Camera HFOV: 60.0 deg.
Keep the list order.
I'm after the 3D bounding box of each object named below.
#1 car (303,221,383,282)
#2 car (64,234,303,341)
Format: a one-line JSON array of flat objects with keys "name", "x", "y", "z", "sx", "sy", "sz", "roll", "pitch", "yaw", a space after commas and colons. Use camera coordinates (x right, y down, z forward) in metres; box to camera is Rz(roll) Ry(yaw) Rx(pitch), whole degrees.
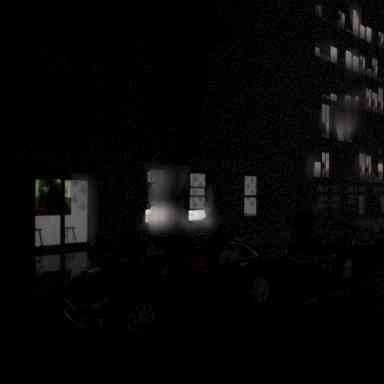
[{"name": "car", "x": 4.495, "y": 1.548, "z": 9.712, "sx": 4.403, "sy": 1.369, "sz": 2.008, "roll": 0, "pitch": 0, "yaw": -35}, {"name": "car", "x": -0.140, "y": 1.550, "z": 6.436, "sx": 4.403, "sy": 1.369, "sz": 2.008, "roll": 0, "pitch": 0, "yaw": -35}]
